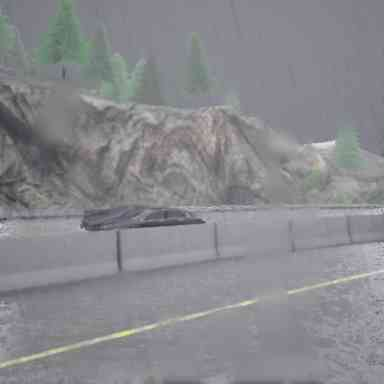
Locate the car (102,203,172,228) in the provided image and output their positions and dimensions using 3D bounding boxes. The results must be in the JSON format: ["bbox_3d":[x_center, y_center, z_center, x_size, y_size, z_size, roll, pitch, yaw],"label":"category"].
[{"bbox_3d":[-3.669,1.508,22.277,4.181,1.385,1.994,0,0,-31],"label":"car"}]

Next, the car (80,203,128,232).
[{"bbox_3d":[-3.301,1.500,18.451,5.357,1.411,2.033,0,0,-32],"label":"car"}]

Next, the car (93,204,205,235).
[{"bbox_3d":[-1.719,1.467,15.259,4.892,1.490,1.837,0,0,-32],"label":"car"}]

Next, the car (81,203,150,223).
[{"bbox_3d":[-5.724,1.535,25.156,4.718,1.301,1.895,0,0,-32],"label":"car"}]
